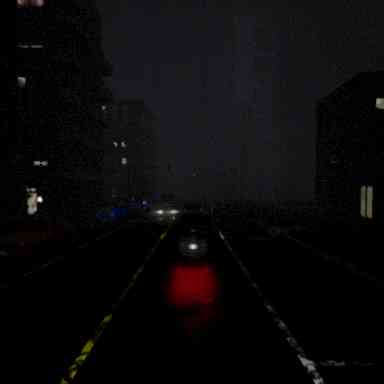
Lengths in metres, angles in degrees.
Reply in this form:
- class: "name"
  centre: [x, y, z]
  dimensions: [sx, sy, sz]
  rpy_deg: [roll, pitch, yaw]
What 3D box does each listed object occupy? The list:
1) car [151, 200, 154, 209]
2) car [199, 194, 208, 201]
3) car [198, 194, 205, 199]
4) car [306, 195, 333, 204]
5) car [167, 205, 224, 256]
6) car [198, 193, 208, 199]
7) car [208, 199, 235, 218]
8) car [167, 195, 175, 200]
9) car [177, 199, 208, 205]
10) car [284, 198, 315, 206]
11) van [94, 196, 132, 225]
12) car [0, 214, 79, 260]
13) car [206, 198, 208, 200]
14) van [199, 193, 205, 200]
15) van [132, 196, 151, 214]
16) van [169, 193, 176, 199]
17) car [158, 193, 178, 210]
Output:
- class: "car"
  centre: [-5.675, 1.493, 40.411]
  dimensions: [2.008, 1.369, 4.403]
  rpy_deg: [-1, 0, 0]
- class: "car"
  centre: [2.696, 1.298, 78.571]
  dimensions: [1.967, 1.590, 4.097]
  rpy_deg: [-1, 0, 0]
- class: "car"
  centre: [2.709, 1.355, 95.509]
  dimensions: [1.887, 1.381, 4.507]
  rpy_deg: [-1, 0, 0]
- class: "car"
  centre: [23.417, 1.396, 61.145]
  dimensions: [4.097, 1.590, 1.967]
  rpy_deg: [0, 1, 1]
- class: "car"
  centre: [0.057, 1.492, 13.122]
  dimensions: [1.837, 1.490, 4.892]
  rpy_deg: [0, 0, 1]
- class: "car"
  centre: [2.694, 1.418, 72.926]
  dimensions: [1.887, 1.381, 4.507]
  rpy_deg: [-1, 0, 0]
- class: "car"
  centre: [2.698, 1.507, 29.281]
  dimensions: [1.887, 1.381, 4.507]
  rpy_deg: [-1, 0, 0]
- class: "car"
  centre: [-5.642, 1.392, 89.836]
  dimensions: [1.947, 1.339, 4.313]
  rpy_deg: [-1, 0, 0]
- class: "car"
  centre: [0.068, 1.528, 28.244]
  dimensions: [1.994, 1.385, 4.181]
  rpy_deg: [0, 0, 0]
- class: "car"
  centre: [16.752, 1.622, 52.603]
  dimensions: [4.403, 1.369, 2.008]
  rpy_deg: [0, 1, 1]
- class: "van"
  centre: [-5.689, 1.312, 23.669]
  dimensions: [1.690, 1.788, 3.998]
  rpy_deg: [-1, 0, 0]
- class: "car"
  centre: [-5.693, 1.512, 12.339]
  dimensions: [1.752, 1.417, 4.829]
  rpy_deg: [-1, 0, 0]
- class: "car"
  centre: [2.703, 1.535, 34.862]
  dimensions: [1.802, 1.307, 4.206]
  rpy_deg: [-1, 0, 0]
- class: "van"
  centre: [2.703, 1.168, 89.863]
  dimensions: [1.690, 1.788, 3.998]
  rpy_deg: [-1, 0, 0]
- class: "van"
  centre: [-5.681, 1.293, 34.832]
  dimensions: [1.690, 1.788, 3.998]
  rpy_deg: [-1, 0, 0]
- class: "van"
  centre: [-5.642, 1.150, 95.481]
  dimensions: [1.690, 1.788, 3.998]
  rpy_deg: [-1, 0, 0]
- class: "car"
  centre: [-3.003, 1.163, 42.093]
  dimensions: [2.150, 2.045, 5.566]
  rpy_deg: [0, 0, 1]
